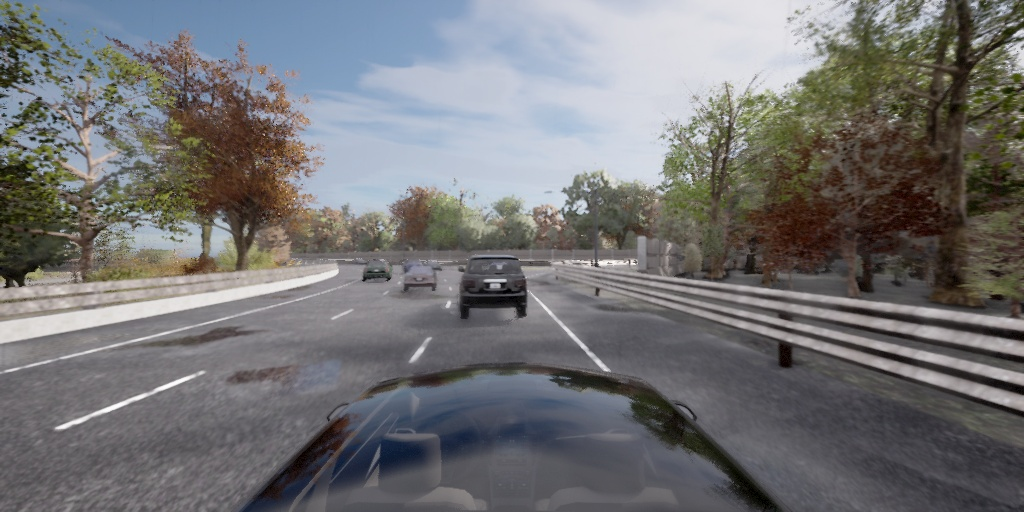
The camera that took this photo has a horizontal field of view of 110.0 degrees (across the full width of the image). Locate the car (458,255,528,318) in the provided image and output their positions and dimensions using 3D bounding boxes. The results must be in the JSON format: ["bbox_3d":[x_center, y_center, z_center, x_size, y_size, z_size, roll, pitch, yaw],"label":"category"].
[{"bbox_3d":[-0.788,0.973,13.208,2.150,2.045,5.566,0,0,-6],"label":"car"}]

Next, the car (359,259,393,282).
[{"bbox_3d":[-11.133,1.137,29.999,2.097,1.767,4.553,0,0,-15],"label":"car"}]

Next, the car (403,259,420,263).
[{"bbox_3d":[-11.856,1.138,42.653,2.097,1.767,4.553,0,0,-22],"label":"car"}]

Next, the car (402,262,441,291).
[{"bbox_3d":[-5.576,1.314,22.135,2.033,1.411,5.357,0,0,-11],"label":"car"}]
